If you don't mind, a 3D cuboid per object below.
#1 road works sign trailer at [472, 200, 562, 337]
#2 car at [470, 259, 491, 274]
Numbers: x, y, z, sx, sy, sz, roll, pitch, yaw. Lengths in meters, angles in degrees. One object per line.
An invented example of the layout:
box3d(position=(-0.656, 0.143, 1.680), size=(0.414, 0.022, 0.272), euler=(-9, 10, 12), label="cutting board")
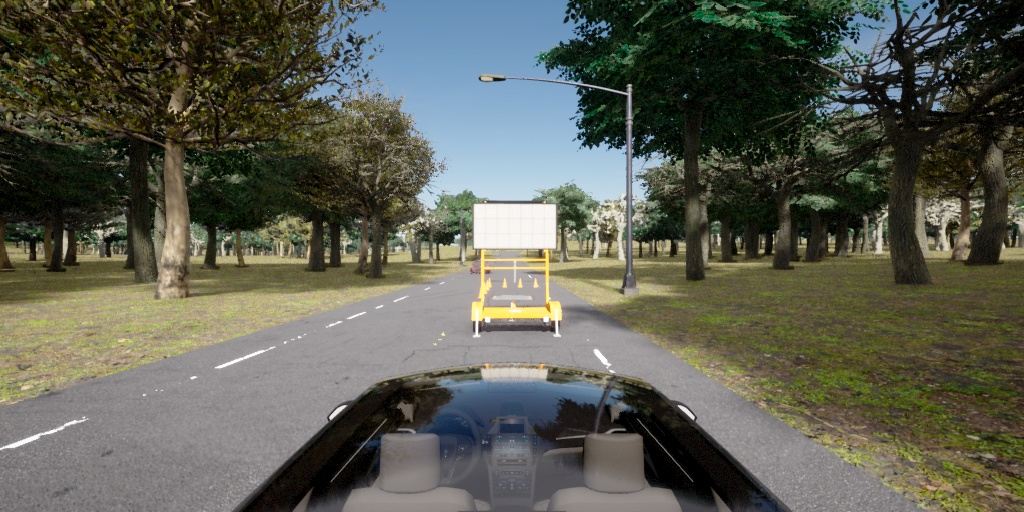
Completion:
box3d(position=(0.079, 0.221, 10.297), size=(2.380, 3.560, 2.880), euler=(0, 0, -2), label="road works sign trailer")
box3d(position=(-3.559, 1.134, 40.851), size=(2.097, 1.767, 4.553), euler=(0, 0, 0), label="car")
